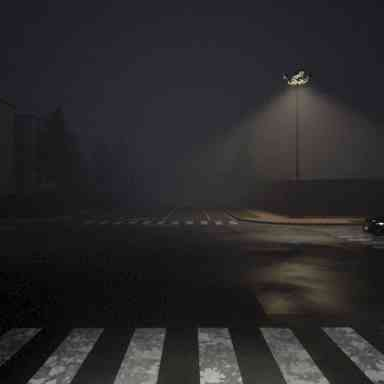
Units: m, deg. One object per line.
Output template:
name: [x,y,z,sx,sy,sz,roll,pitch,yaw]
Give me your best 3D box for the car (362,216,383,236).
car: [10.935,1.490,16.141,4.902,1.511,2.128,0,0,1]
